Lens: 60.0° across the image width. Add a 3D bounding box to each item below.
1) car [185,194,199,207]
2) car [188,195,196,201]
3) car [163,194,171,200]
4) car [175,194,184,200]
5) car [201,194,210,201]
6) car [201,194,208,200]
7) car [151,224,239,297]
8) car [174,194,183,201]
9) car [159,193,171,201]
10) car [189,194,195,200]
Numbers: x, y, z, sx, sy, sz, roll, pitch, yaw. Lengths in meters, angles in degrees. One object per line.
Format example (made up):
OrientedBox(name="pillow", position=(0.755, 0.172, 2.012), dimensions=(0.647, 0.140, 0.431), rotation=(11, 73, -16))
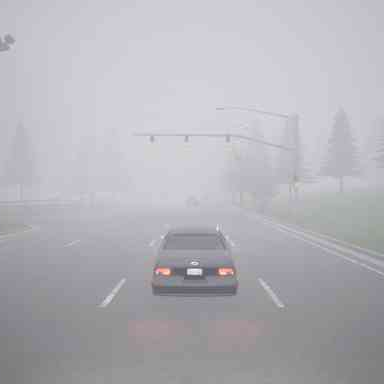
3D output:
OrientedBox(name="car", position=(0.009, 1.352, 52.807), dimensions=(2.097, 1.767, 4.553), rotation=(0, 0, 0))
OrientedBox(name="car", position=(0.017, 1.531, 83.450), dimensions=(2.033, 1.411, 5.357), rotation=(0, 0, 0))
OrientedBox(name="car", position=(-6.981, 1.385, 93.872), dimensions=(1.994, 1.385, 4.181), rotation=(0, 0, 0))
OrientedBox(name="car", position=(-3.481, 1.357, 93.871), dimensions=(2.128, 1.511, 4.902), rotation=(0, 0, 0))
OrientedBox(name="car", position=(3.517, 1.492, 83.449), dimensions=(1.837, 1.490, 4.892), rotation=(0, 0, 0))
OrientedBox(name="car", position=(3.519, 1.310, 93.869), dimensions=(1.882, 1.535, 5.008), rotation=(0, 0, 0))
OrientedBox(name="car", position=(0.068, 1.547, 8.768), dimensions=(2.033, 1.411, 5.357), rotation=(0, 0, 0))
OrientedBox(name="car", position=(-3.483, 1.517, 83.868), dimensions=(1.812, 1.442, 4.674), rotation=(0, 0, 0))
OrientedBox(name="car", position=(-6.983, 1.217, 83.482), dimensions=(2.150, 2.045, 5.566), rotation=(0, 0, 0))
OrientedBox(name="car", position=(0.019, 1.310, 93.870), dimensions=(1.882, 1.535, 5.008), rotation=(0, 0, 0))
